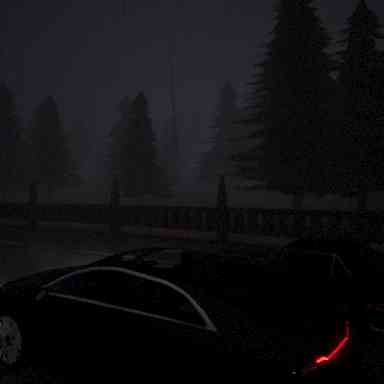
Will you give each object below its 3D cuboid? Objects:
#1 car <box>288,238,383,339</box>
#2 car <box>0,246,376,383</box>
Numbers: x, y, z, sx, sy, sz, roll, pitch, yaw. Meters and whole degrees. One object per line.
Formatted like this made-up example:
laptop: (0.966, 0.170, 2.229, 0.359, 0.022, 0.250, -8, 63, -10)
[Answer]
car: (2.214, 1.582, 6.521, 4.718, 1.301, 1.895, 0, 0, 34)
car: (-0.614, 1.483, 4.157, 4.902, 1.511, 2.128, 0, 0, 34)
